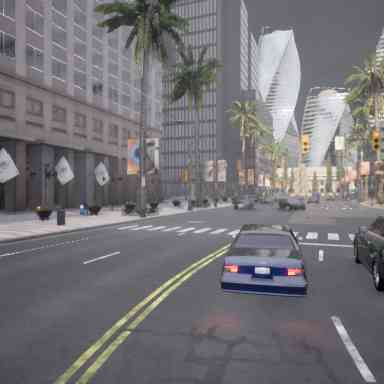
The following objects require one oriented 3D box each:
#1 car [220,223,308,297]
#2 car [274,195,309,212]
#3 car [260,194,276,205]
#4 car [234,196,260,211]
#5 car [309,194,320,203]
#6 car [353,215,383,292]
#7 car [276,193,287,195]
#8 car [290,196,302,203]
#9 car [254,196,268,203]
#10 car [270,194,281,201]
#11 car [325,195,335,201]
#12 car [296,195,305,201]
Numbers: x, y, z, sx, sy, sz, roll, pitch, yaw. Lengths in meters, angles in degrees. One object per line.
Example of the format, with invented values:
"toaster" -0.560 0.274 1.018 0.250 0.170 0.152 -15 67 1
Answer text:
"car" 1.946 1.547 8.787 2.033 1.411 5.357 0 0 14
"car" 11.633 1.478 39.185 1.882 1.535 5.008 -1 0 -3
"car" 13.017 1.563 57.314 1.994 1.385 4.181 0 0 22
"car" 6.469 1.491 40.747 2.128 1.511 4.902 0 0 22
"car" 24.254 1.561 66.324 1.994 1.385 4.181 0 0 21
"car" 5.661 1.352 8.755 2.097 1.767 4.553 0 0 18
"car" 18.543 1.478 71.133 1.882 1.535 5.008 0 0 21
"car" 22.464 1.540 71.537 2.033 1.411 5.357 0 0 21
"car" 14.451 1.513 69.450 2.161 1.482 4.786 0 0 21
"car" 22.554 1.354 89.830 2.185 1.767 4.553 0 0 21
"car" 34.270 1.591 82.389 1.895 1.301 4.718 0 0 21
"car" 27.967 1.533 85.505 1.994 1.385 4.181 0 0 21
